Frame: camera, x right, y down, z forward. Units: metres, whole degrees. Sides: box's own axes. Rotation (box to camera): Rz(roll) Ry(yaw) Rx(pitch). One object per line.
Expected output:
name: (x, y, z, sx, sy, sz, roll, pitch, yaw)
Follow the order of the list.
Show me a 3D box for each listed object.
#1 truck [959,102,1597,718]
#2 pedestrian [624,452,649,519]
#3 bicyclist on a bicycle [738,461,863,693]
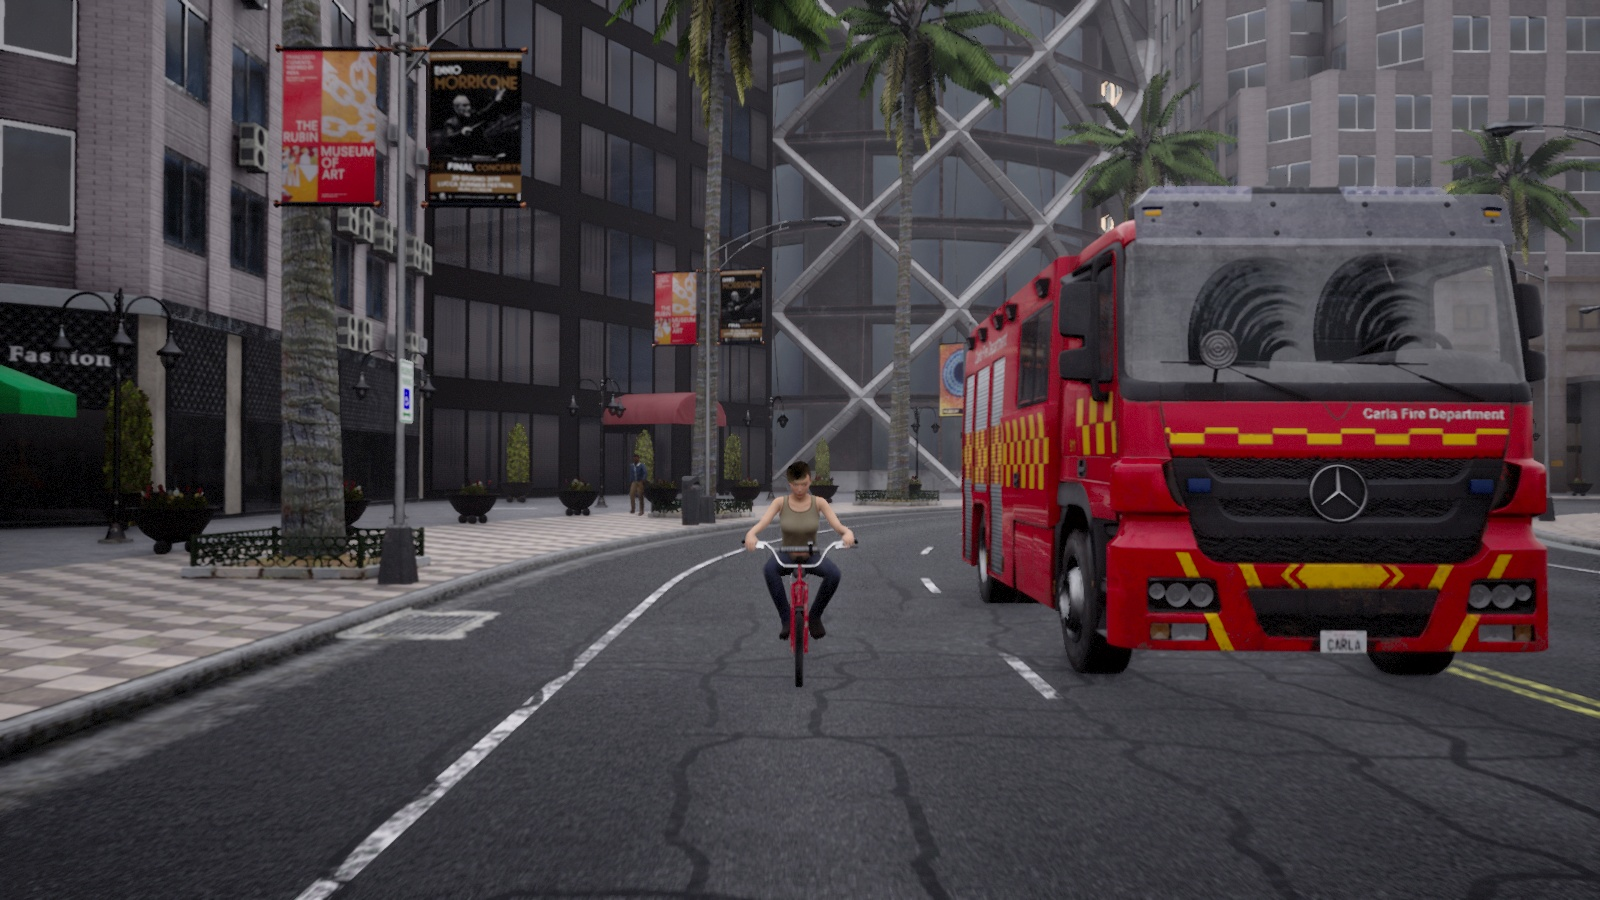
truck: (3.503, -0.185, 12.053, 2.891, 3.827, 8.468, 0, -1, 0)
pedestrian: (-4.801, 1.042, 36.888, 0.423, 1.949, 0.788, -1, -1, 21)
bicyclist on a bicycle: (0.002, 0.892, 9.512, 0.866, 1.612, 1.509, 0, 0, 0)
